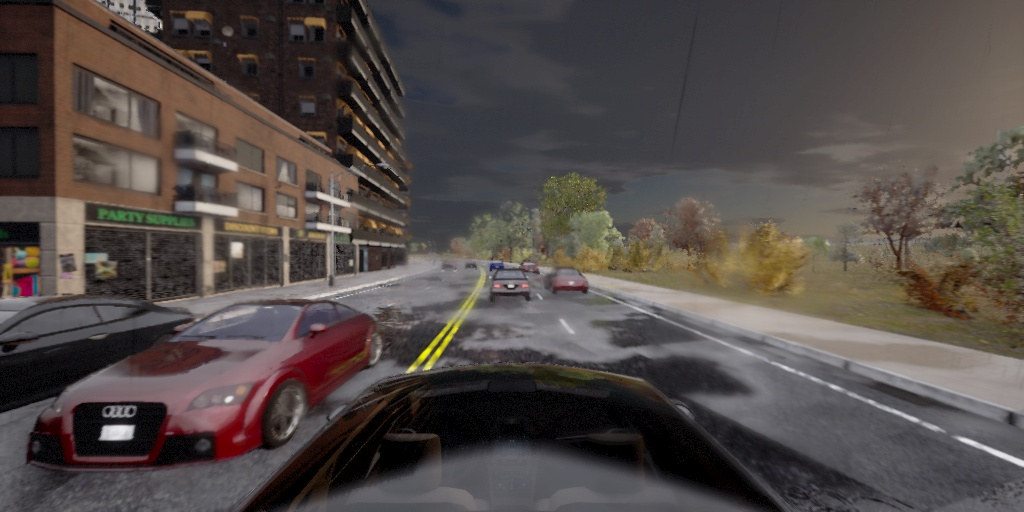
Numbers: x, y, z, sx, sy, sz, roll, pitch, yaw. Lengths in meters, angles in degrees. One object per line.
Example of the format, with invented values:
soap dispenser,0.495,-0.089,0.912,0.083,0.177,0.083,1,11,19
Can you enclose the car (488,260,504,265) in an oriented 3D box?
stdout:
car,-2.118,1.250,48.273,1.882,1.535,5.008,0,0,-5

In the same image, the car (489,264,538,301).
car,-0.134,1.309,17.482,2.033,1.411,5.357,0,0,-2

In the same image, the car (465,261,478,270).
car,-6.047,1.385,53.929,1.895,1.301,4.718,0,0,-6

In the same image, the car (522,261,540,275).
car,1.866,1.286,39.391,1.812,1.442,4.674,0,0,-4

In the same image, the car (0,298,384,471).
car,-3.387,1.326,5.058,1.994,1.385,4.181,0,0,0

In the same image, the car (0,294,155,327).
car,-6.631,1.296,4.728,1.812,1.442,4.674,0,0,0

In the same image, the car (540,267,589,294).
car,2.967,1.319,20.250,1.994,1.385,4.181,0,0,-2

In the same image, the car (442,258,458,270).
car,-9.281,1.145,53.566,2.097,1.767,4.553,0,0,-6
